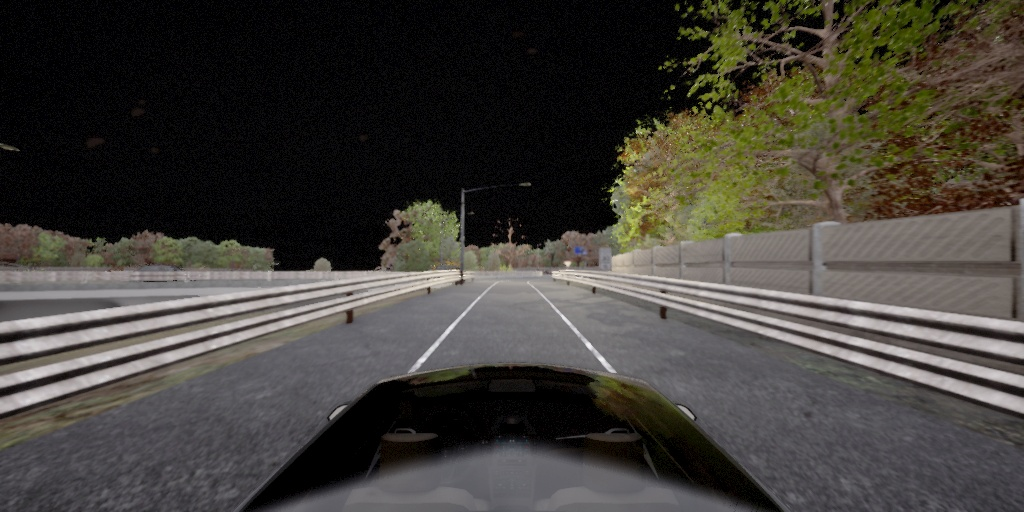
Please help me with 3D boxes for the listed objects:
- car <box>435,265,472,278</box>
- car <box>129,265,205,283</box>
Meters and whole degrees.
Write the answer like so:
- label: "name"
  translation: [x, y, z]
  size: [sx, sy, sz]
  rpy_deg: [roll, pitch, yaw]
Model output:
- label: "car"
  translation: [-7.936, 2.317, 48.628]
  size: [2.150, 2.045, 5.566]
  rpy_deg: [-2, -3, 42]
- label: "car"
  translation: [-28.898, 1.559, 30.298]
  size: [4.553, 1.767, 2.097]
  rpy_deg: [2, -3, -33]
